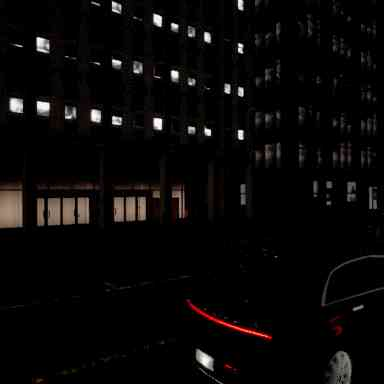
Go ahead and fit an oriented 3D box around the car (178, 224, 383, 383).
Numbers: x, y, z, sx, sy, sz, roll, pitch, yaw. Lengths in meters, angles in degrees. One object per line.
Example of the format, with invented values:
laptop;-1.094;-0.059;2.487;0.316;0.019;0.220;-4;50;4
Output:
car;2.102;1.505;4.933;4.892;1.490;1.837;-1;0;-35

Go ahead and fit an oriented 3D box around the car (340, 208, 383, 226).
car;9.370;1.546;17.110;4.403;1.369;2.008;0;0;-36
